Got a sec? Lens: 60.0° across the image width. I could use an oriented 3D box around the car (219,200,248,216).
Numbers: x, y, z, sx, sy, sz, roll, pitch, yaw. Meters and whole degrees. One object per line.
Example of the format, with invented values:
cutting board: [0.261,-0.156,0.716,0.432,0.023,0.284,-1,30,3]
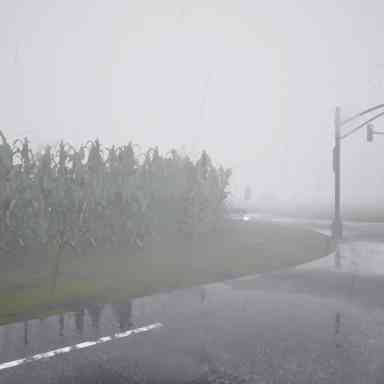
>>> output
car: [3.143,1.499,31.939,2.033,1.411,5.357,1,0,-26]
